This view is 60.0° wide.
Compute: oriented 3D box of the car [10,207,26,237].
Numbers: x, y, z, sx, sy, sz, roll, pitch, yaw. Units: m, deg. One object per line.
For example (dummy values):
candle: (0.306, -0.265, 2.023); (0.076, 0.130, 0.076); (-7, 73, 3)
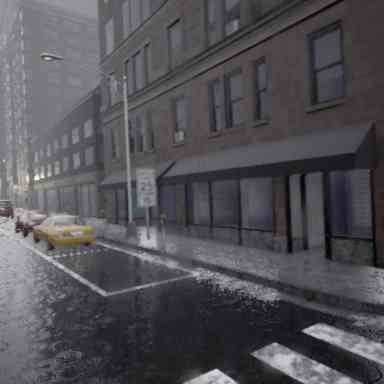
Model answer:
car: (-8.784, 1.708, 18.728); (1.802, 1.307, 4.206); (-1, 0, -36)

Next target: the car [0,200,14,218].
car: (-18.430, 1.704, 32.053); (2.192, 1.841, 5.009); (-2, 0, -36)

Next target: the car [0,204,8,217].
car: (-21.635, 2.030, 36.494); (2.008, 1.369, 4.403); (-2, 0, -36)

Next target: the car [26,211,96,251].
car: (-5.672, 1.572, 14.424); (1.752, 1.417, 4.829); (-1, 0, -36)
